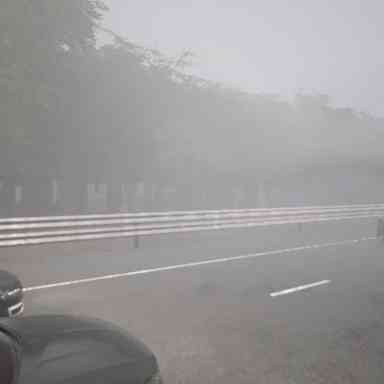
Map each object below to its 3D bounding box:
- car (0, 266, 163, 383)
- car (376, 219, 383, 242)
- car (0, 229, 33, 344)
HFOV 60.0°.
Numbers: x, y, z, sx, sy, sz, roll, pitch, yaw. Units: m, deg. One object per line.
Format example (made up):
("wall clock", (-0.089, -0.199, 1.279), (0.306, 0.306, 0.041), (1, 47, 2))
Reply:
("car", (-2.461, 1.498, 1.958), (4.892, 1.490, 1.837), (0, 0, -36))
("car", (10.310, 1.475, 14.913), (5.008, 1.535, 1.882), (0, 0, -33))
("car", (-4.975, 1.490, 4.460), (4.892, 1.490, 1.837), (0, 0, -36))
